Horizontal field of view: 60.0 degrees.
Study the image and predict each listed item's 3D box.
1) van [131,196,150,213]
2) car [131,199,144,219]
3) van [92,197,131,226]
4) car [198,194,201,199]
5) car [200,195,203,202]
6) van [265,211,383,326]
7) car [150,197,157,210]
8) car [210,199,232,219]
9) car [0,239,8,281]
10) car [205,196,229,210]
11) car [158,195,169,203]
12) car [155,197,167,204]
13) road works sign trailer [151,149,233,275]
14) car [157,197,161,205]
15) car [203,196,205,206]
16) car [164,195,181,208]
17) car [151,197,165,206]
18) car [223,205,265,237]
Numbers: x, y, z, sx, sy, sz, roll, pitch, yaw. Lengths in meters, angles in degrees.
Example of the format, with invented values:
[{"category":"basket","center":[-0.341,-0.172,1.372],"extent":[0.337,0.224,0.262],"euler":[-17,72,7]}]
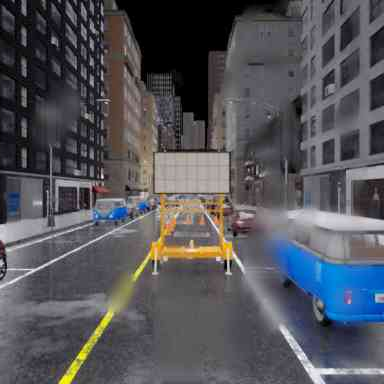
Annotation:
[{"category":"van","center":[-5.676,1.340,34.299],"extent":[1.690,1.788,3.998],"euler":[0,0,0]},{"category":"car","center":[-5.674,1.550,28.798],"extent":[2.008,1.369,4.403],"euler":[0,0,0]},{"category":"van","center":[-5.674,1.340,23.298],"extent":[1.690,1.788,3.998],"euler":[0,0,0]},{"category":"car","center":[2.843,1.576,67.309],"extent":[1.947,1.339,4.313],"euler":[0,0,0]},{"category":"car","center":[2.845,1.556,56.307],"extent":[2.008,1.369,4.403],"euler":[0,0,0]},{"category":"van","center":[2.855,1.340,6.794],"extent":[1.690,1.788,3.998],"euler":[0,0,0]},{"category":"car","center":[-5.677,1.566,39.801],"extent":[1.947,1.339,4.313],"euler":[0,0,0]},{"category":"car","center":[2.851,1.581,28.799],"extent":[1.802,1.307,4.206],"euler":[0,0,0]},{"category":"car","center":[-5.670,1.440,6.793],"extent":[1.967,1.590,4.097],"euler":[0,0,0]},{"category":"car","center":[2.849,1.314,34.301],"extent":[2.192,1.841,5.009],"euler":[0,0,0]},{"category":"car","center":[-5.683,1.450,67.308],"extent":[1.967,1.590,4.097],"euler":[0,0,0]},{"category":"car","center":[-5.682,1.589,61.806],"extent":[1.802,1.307,4.206],"euler":[0,0,0]},{"category":"road works sign trailer","center":[-0.001,0.464,10.472],"extent":[2.380,3.560,2.880],"euler":[0,0,0]},{"category":"car","center":[-5.677,1.584,45.302],"extent":[1.802,1.307,4.206],"euler":[0,0,0]},{"category":"car","center":[2.848,1.442,45.304],"extent":[1.967,1.590,4.097],"euler":[0,0,0]},{"category":"car","center":[-3.009,1.528,48.114],"extent":[1.812,1.442,4.674],"euler":[0,0,0]},{"category":"car","center":[-5.680,1.571,56.305],"extent":[1.947,1.339,4.313],"euler":[0,0,0]},{"category":"car","center":[2.853,1.581,17.797],"extent":[1.802,1.307,4.206],"euler":[0,0,0]}]
